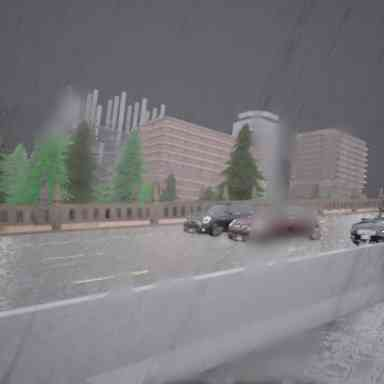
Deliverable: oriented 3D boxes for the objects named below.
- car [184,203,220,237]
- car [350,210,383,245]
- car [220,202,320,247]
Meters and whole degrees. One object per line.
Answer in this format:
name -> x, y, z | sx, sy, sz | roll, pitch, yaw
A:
car -> 1.786, 1.384, 18.158 | 4.553, 1.767, 2.097 | 0, 0, -35
car -> 8.884, 1.535, 14.621 | 4.902, 1.511, 2.128 | 0, 0, -35
car -> 3.818, 1.384, 15.307 | 4.553, 1.767, 2.097 | 0, 0, -35
